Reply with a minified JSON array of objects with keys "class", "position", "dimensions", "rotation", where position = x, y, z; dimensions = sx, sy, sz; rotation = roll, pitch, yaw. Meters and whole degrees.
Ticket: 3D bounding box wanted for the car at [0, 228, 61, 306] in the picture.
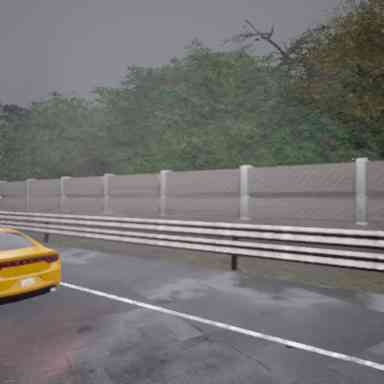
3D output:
[{"class":"car","position":[-5.067,1.553,7.668],"dimensions":[5.008,1.535,1.882],"rotation":[-1,0,36]}]
